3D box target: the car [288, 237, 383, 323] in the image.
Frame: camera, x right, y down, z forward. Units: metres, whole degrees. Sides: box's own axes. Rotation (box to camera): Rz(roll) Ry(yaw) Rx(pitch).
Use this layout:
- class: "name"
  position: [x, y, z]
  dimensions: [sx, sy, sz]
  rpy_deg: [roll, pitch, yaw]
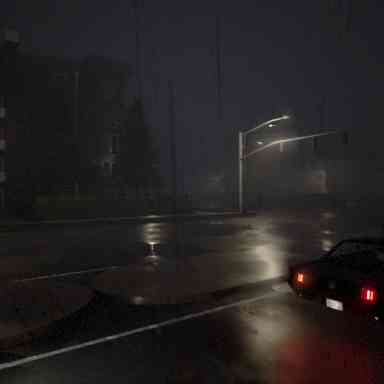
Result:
- class: "car"
  position: [4.205, 1.601, 6.863]
  dimensions: [4.718, 1.301, 1.895]
  rpy_deg: [0, 0, -35]
